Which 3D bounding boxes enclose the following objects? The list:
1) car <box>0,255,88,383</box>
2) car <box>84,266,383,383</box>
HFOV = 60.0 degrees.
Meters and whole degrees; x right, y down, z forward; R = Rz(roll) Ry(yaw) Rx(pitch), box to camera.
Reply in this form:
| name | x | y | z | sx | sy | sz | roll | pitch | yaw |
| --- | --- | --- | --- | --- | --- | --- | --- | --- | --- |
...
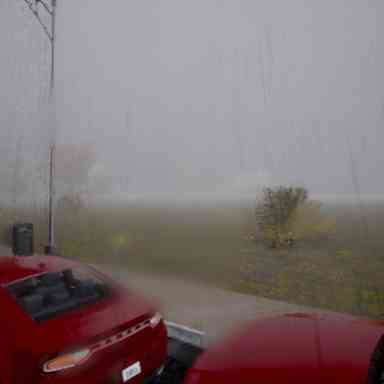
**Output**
| name | x | y | z | sx | sy | sz | roll | pitch | yaw |
| --- | --- | --- | --- | --- | --- | --- | --- | --- | --- |
| car | -2.382 | 1.536 | 4.409 | 4.507 | 1.381 | 1.887 | 0 | 1 | 36 |
| car | 2.127 | 1.318 | 1.189 | 5.009 | 1.841 | 2.192 | 0 | 1 | 36 |
